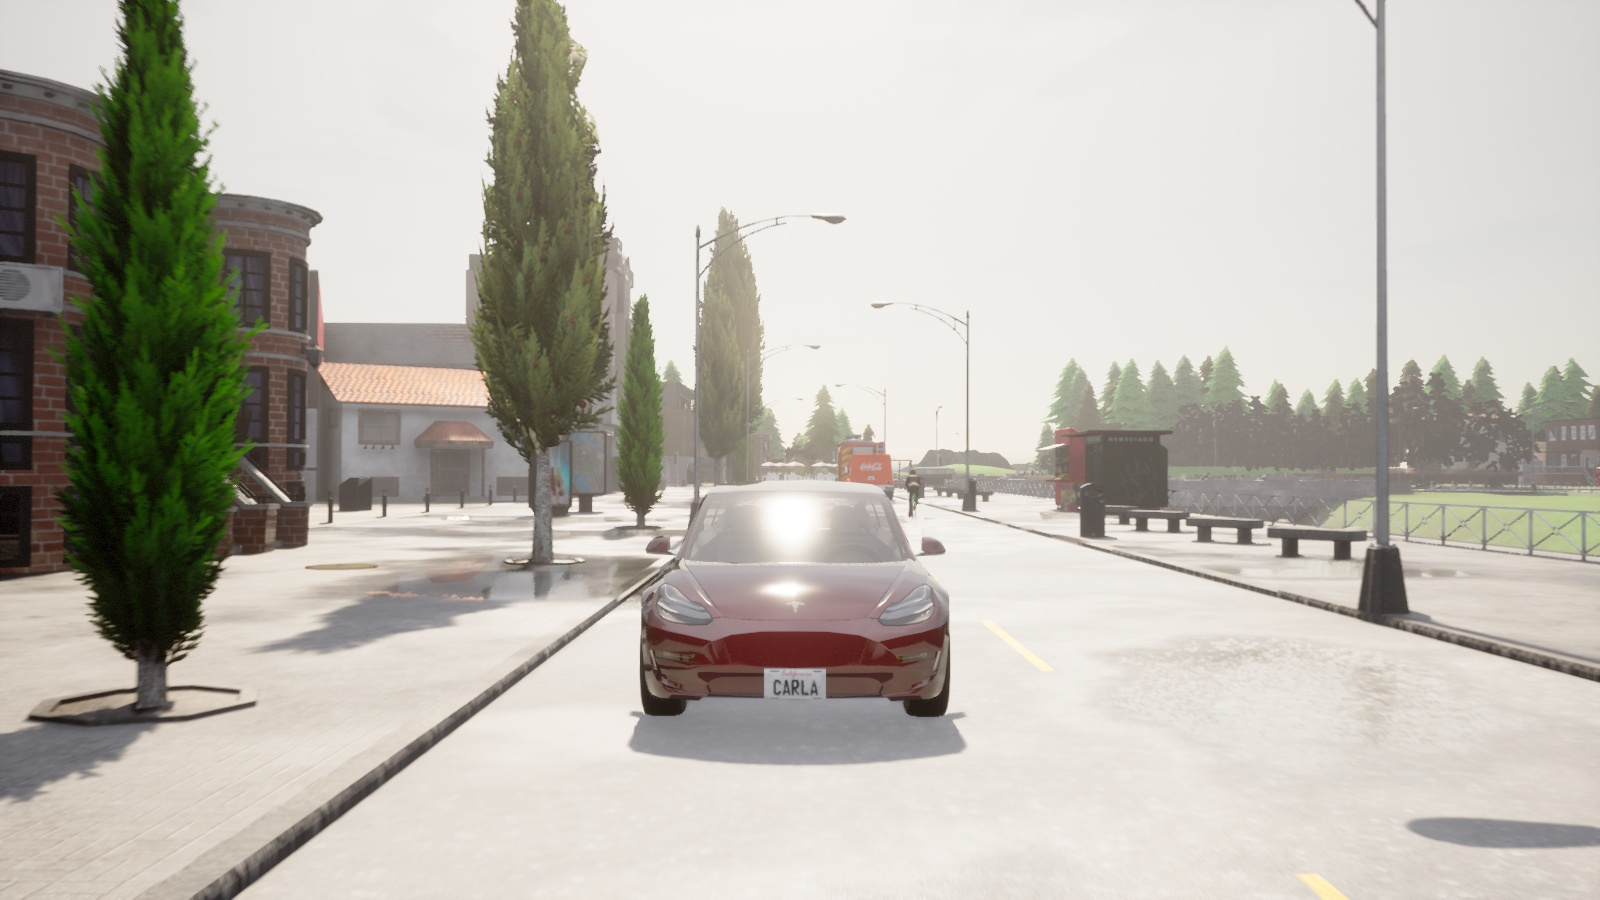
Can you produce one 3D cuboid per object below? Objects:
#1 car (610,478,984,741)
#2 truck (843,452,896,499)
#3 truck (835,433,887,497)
[{"bbox_3d":[-0.025,0.977,9.687,2.163,1.488,4.792,0,-1,0],"label":"car"},{"bbox_3d":[3.818,1.462,69.765,2.627,2.467,5.204,0,-2,0],"label":"truck"},{"bbox_3d":[3.787,0.977,80.193,2.891,3.827,8.468,0,-1,0],"label":"truck"}]
